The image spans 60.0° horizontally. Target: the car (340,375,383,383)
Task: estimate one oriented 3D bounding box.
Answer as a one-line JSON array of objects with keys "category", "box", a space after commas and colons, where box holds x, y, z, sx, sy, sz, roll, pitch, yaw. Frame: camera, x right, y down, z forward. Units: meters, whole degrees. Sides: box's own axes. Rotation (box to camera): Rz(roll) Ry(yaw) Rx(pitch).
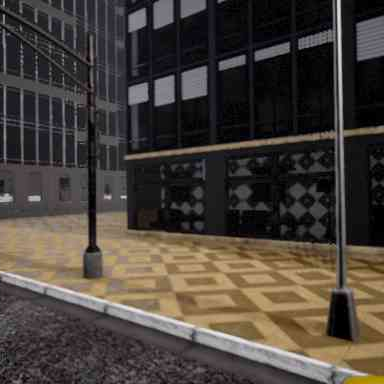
[{"category": "car", "box": [2.751, 1.522, 1.095, 4.829, 1.417, 1.752, 0, -1, 36]}]
